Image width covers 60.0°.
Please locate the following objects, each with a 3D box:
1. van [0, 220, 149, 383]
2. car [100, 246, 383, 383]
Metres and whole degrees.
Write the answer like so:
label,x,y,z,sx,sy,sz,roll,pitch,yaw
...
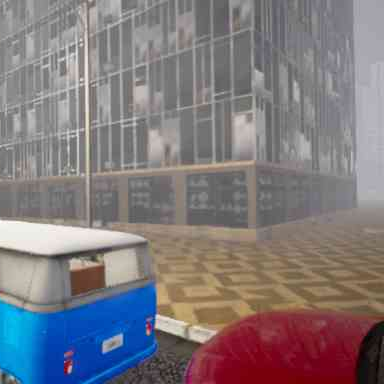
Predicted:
label,x,y,z,sx,sy,sz,roll,pitch,yaw
van,-2.329,1.342,4.556,3.998,1.788,1.690,0,-1,35
car,2.157,1.315,1.360,5.009,1.841,2.192,0,-1,35
